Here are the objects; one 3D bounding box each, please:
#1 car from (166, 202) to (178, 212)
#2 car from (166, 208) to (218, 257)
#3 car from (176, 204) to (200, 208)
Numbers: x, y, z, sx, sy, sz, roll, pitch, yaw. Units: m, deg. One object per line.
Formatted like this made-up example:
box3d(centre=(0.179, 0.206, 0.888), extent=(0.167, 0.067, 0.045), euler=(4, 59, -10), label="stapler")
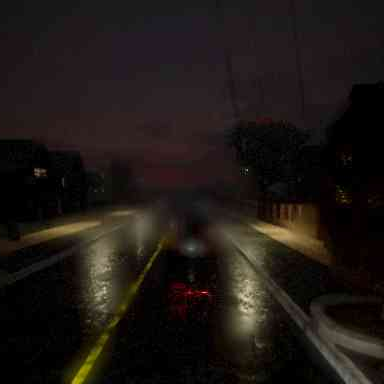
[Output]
box3d(centre=(-2.780, 2.141, 48.968), extent=(2.033, 1.411, 5.357), euler=(0, -1, 0), label="car")
box3d(centre=(0.015, 1.643, 13.507), extent=(1.837, 1.490, 4.892), euler=(0, 0, 0), label="car")
box3d(centre=(-0.004, 1.843, 27.505), extent=(2.033, 1.411, 5.357), euler=(0, -1, 0), label="car")
